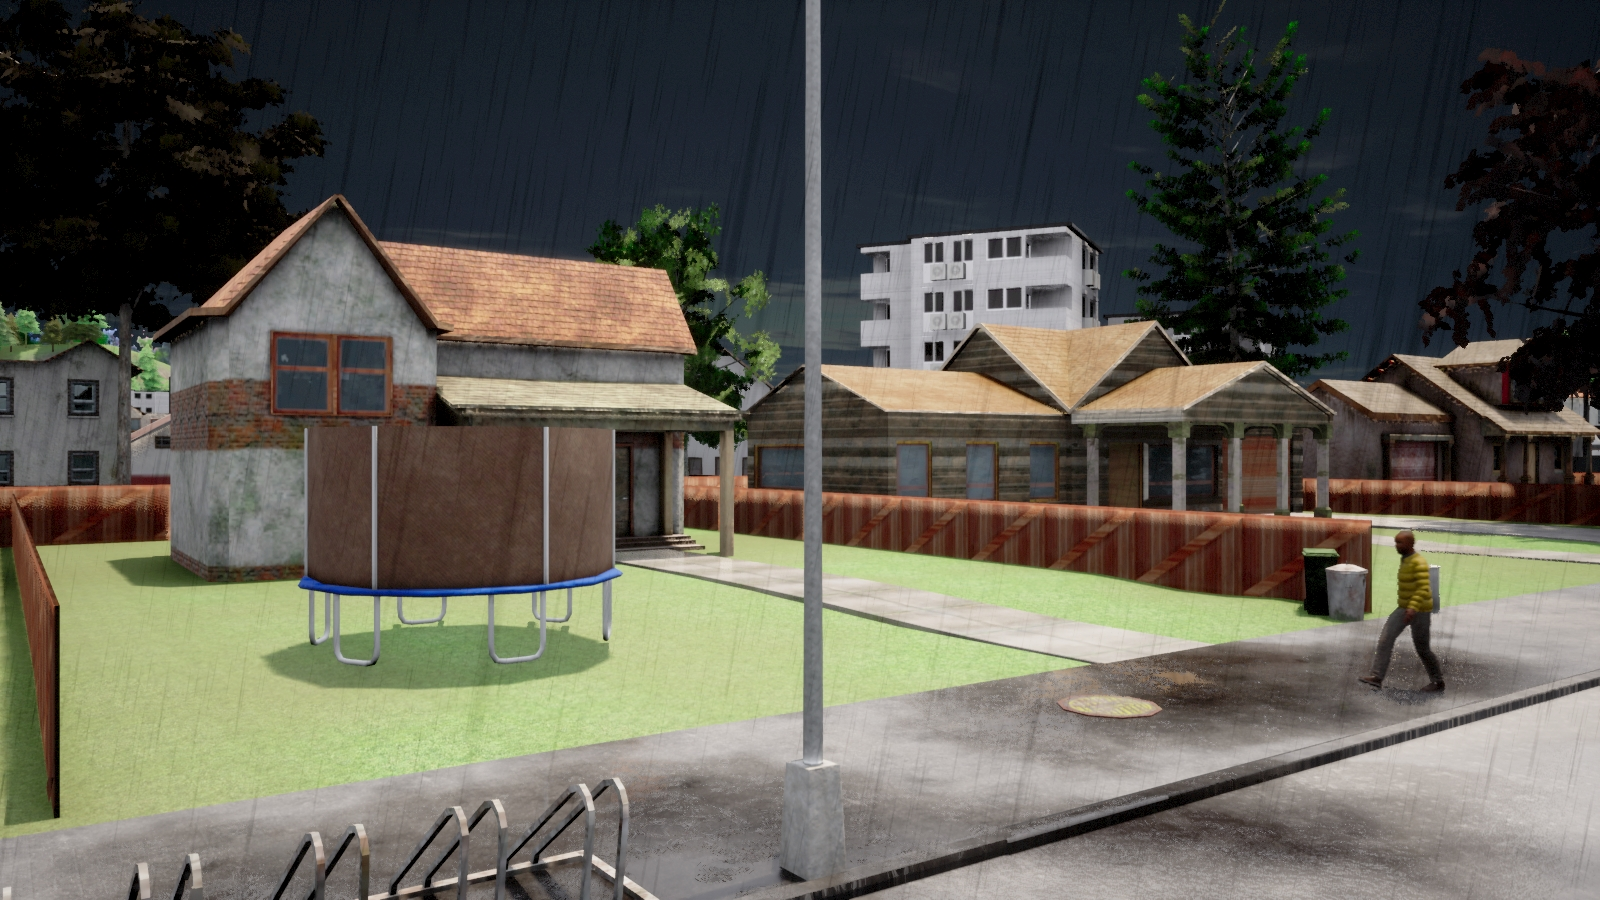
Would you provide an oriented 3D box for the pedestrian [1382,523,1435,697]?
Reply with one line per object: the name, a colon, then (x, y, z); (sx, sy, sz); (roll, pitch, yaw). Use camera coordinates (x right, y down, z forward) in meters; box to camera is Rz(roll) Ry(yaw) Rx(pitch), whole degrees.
pedestrian: (6.684, 1.746, 12.549); (0.375, 1.860, 0.375); (0, 0, -2)
